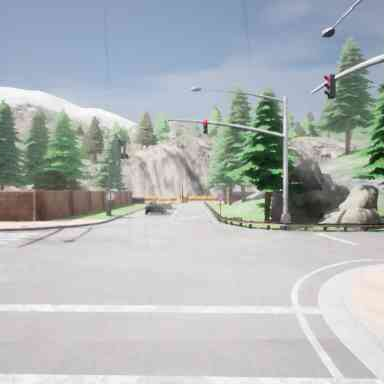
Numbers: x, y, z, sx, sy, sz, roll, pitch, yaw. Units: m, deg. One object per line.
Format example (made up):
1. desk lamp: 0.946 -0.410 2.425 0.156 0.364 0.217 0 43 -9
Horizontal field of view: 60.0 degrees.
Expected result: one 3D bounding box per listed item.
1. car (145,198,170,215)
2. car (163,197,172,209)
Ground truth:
1. car: -3.652 1.600 34.218 1.895 1.301 4.718 0 0 0
2. car: -3.665 1.476 44.431 1.882 1.535 5.008 0 0 0
